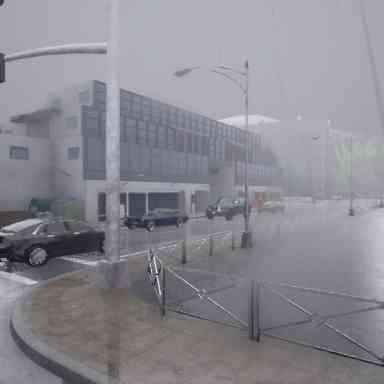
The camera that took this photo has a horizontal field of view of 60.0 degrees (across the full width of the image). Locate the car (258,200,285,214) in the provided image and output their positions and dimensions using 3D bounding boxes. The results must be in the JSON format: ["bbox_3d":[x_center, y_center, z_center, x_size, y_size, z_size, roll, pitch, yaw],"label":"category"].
[{"bbox_3d":[9.201,1.702,38.256,1.812,1.442,4.674,0,0,36],"label":"car"}]

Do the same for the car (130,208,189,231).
[{"bbox_3d":[-2.303,1.777,22.153,1.895,1.301,4.718,0,0,35],"label":"car"}]

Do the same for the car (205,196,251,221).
[{"bbox_3d":[3.427,1.398,30.183,2.150,2.045,5.566,0,0,36],"label":"car"}]

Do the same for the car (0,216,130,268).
[{"bbox_3d":[-4.830,1.685,12.244,1.837,1.490,4.892,0,0,36],"label":"car"}]
